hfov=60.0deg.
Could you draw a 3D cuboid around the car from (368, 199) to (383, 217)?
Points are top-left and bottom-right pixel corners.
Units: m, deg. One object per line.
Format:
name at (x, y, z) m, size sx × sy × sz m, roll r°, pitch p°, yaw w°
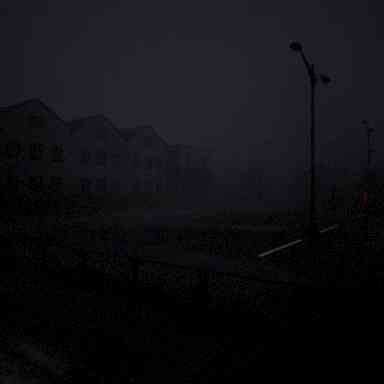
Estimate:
car at (15.481, 1.298, 26.779) m, size 2.007 × 1.523 × 4.514 m, roll 0°, pitch 0°, yaw 35°
